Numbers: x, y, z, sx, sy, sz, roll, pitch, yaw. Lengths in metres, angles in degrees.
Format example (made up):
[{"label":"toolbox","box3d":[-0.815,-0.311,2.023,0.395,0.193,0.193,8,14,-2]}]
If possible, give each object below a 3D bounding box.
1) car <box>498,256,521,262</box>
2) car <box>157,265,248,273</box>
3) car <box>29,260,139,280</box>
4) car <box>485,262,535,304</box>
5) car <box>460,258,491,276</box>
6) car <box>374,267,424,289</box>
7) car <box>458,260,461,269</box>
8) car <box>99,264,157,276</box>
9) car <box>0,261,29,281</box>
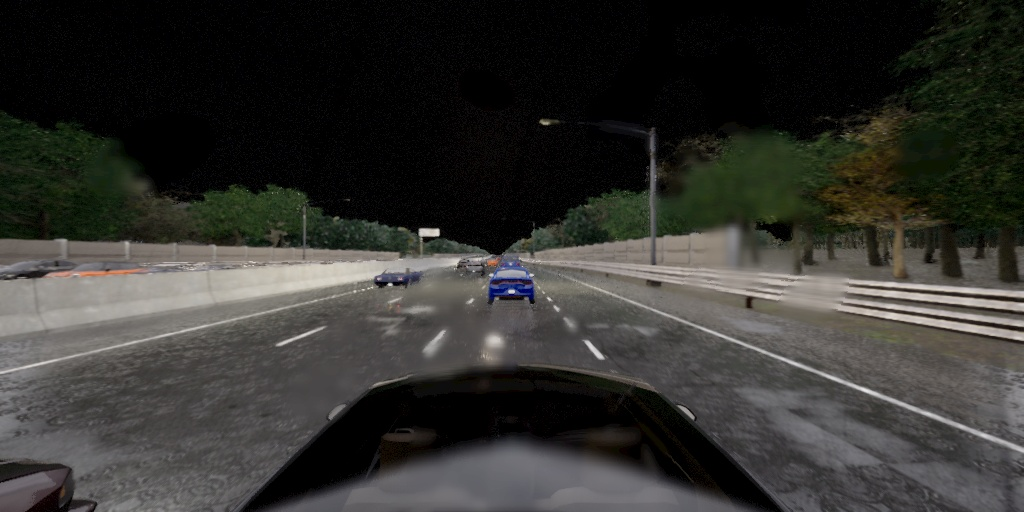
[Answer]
[{"label":"car","box3d":[-0.148,0.976,39.701,2.150,2.045,5.566,0,0,0]},{"label":"car","box3d":[-17.539,1.285,21.350,2.128,1.511,4.902,0,0,0]},{"label":"car","box3d":[-24.539,1.121,21.351,2.097,1.767,4.553,0,0,0]},{"label":"car","box3d":[-0.023,1.231,16.471,1.882,1.535,5.008,0,0,0]},{"label":"car","box3d":[-3.624,1.245,36.486,2.128,1.511,4.902,0,0,0]},{"label":"car","box3d":[-7.046,1.355,22.941,1.895,1.301,4.718,0,0,0]},{"label":"car","box3d":[-7.298,1.281,55.708,1.837,1.490,4.892,0,0,-1]},{"label":"car","box3d":[-21.039,1.360,21.335,1.994,1.385,4.181,0,0,0]},{"label":"car","box3d":[-28.039,0.978,21.308,1.837,1.490,4.892,0,0,0]}]
